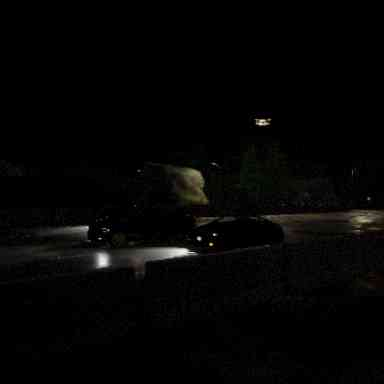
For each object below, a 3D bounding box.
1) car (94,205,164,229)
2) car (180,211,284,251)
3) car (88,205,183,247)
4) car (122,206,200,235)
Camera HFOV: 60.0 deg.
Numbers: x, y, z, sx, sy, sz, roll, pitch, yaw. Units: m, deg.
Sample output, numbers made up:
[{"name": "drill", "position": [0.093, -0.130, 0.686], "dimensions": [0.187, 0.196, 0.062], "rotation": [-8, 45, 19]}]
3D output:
[{"name": "car", "position": [-4.203, 1.613, 22.457], "dimensions": [4.181, 1.385, 1.994], "rotation": [0, 0, -35]}, {"name": "car", "position": [1.910, 1.614, 13.919], "dimensions": [4.181, 1.385, 1.994], "rotation": [0, 0, -35]}, {"name": "car", "position": [-2.210, 1.511, 15.292], "dimensions": [5.008, 1.535, 1.882], "rotation": [0, 0, -35]}, {"name": "car", "position": [-1.787, 1.617, 19.875], "dimensions": [4.181, 1.385, 1.994], "rotation": [0, 0, -35]}]
